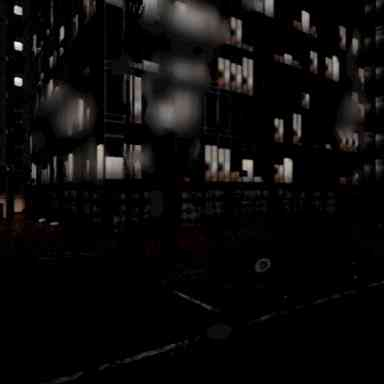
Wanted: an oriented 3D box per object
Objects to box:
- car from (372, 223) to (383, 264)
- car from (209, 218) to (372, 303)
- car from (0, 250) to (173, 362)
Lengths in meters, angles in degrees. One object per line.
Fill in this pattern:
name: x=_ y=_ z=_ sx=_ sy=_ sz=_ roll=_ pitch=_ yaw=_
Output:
car: x=6.853 y=1.643 z=11.453 sx=4.829 sy=1.417 sz=1.752 roll=1 pitch=-1 yaw=-35
car: x=2.364 y=1.504 z=8.253 sx=4.097 sy=1.590 sz=1.967 roll=1 pitch=-1 yaw=-35
car: x=-2.264 y=1.591 z=4.952 sx=4.206 sy=1.307 sz=1.802 roll=1 pitch=-1 yaw=-35
